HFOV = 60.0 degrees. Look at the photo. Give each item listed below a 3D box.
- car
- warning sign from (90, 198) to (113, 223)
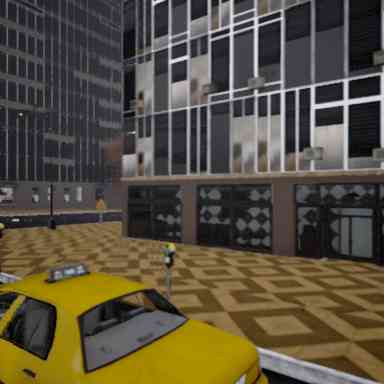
[{"bbox_3d":[-1.597,1.518,3.859,4.829,1.417,1.752,0,0,35],"label":"car"},{"bbox_3d":[-7.010,1.413,25.773,1.300,1.860,1.060,1,1,33],"label":"warning sign"}]
